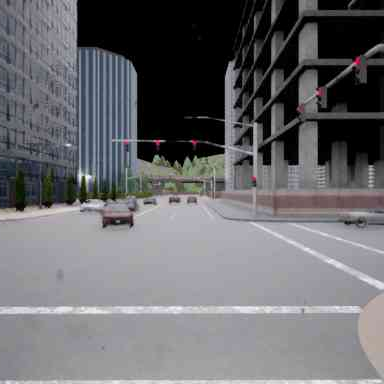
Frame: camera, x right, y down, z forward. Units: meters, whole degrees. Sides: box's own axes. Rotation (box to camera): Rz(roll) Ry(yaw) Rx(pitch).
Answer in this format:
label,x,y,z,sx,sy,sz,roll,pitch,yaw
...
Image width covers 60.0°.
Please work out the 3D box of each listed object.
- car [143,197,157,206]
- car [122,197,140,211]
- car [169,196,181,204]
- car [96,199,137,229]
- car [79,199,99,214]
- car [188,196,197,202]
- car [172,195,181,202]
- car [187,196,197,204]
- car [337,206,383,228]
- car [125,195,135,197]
label,x,y,z,sx,sy,sz,roll,pitch,yaw
car,-7.067,1.564,56.280,1.994,1.385,4.181,0,0,0
car,-7.088,1.563,37.245,1.994,1.385,4.181,0,0,0
car,-3.480,1.505,64.595,1.837,1.490,4.892,0,0,0
car,-5.013,1.442,21.684,1.882,1.535,5.008,-1,0,-17
car,-10.587,1.525,35.918,1.812,1.442,4.674,0,0,0
car,0.023,1.578,73.698,1.895,1.301,4.718,0,0,0
car,-3.477,1.507,73.669,1.812,1.442,4.674,0,0,0
car,0.020,1.491,64.593,2.128,1.511,4.902,0,0,0
car,11.886,1.545,21.265,4.718,1.301,1.895,0,0,0
car,-10.567,1.352,56.136,2.097,1.767,4.553,0,0,0
